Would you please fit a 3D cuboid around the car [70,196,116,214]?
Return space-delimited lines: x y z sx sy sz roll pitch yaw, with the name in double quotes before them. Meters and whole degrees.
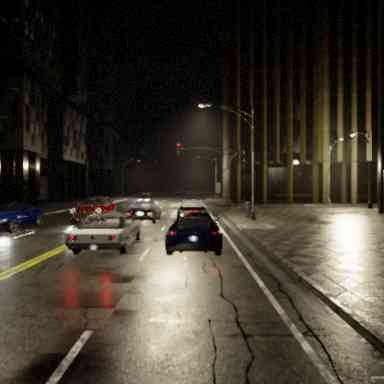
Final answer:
"car" -6.538 1.110 22.383 2.097 1.767 4.553 0 1 1

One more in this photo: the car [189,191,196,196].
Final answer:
"car" 0.033 0.283 90.425 1.895 1.301 4.718 0 1 0

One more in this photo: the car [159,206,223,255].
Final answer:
"car" 0.092 1.433 12.629 1.994 1.385 4.181 0 1 1

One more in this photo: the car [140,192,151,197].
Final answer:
"car" -9.725 0.736 69.867 1.895 1.301 4.718 0 1 0

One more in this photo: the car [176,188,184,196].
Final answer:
"car" -3.217 -0.087 90.421 2.150 2.045 5.566 0 1 0

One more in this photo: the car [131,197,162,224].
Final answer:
"car" -3.142 1.305 22.442 2.033 1.411 5.357 0 1 0

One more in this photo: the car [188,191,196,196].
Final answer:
"car" 0.029 0.532 79.975 2.033 1.411 5.357 0 1 0

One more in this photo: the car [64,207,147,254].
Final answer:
"car" -3.140 1.468 12.816 1.895 1.301 4.718 0 1 0

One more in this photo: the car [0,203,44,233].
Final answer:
"car" -9.816 1.332 18.220 1.812 1.442 4.674 0 0 0

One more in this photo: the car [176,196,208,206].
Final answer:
"car" 0.009 1.260 21.502 2.128 1.511 4.902 0 1 0

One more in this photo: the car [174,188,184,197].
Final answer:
"car" -3.221 0.492 79.976 1.837 1.490 4.892 0 1 0
